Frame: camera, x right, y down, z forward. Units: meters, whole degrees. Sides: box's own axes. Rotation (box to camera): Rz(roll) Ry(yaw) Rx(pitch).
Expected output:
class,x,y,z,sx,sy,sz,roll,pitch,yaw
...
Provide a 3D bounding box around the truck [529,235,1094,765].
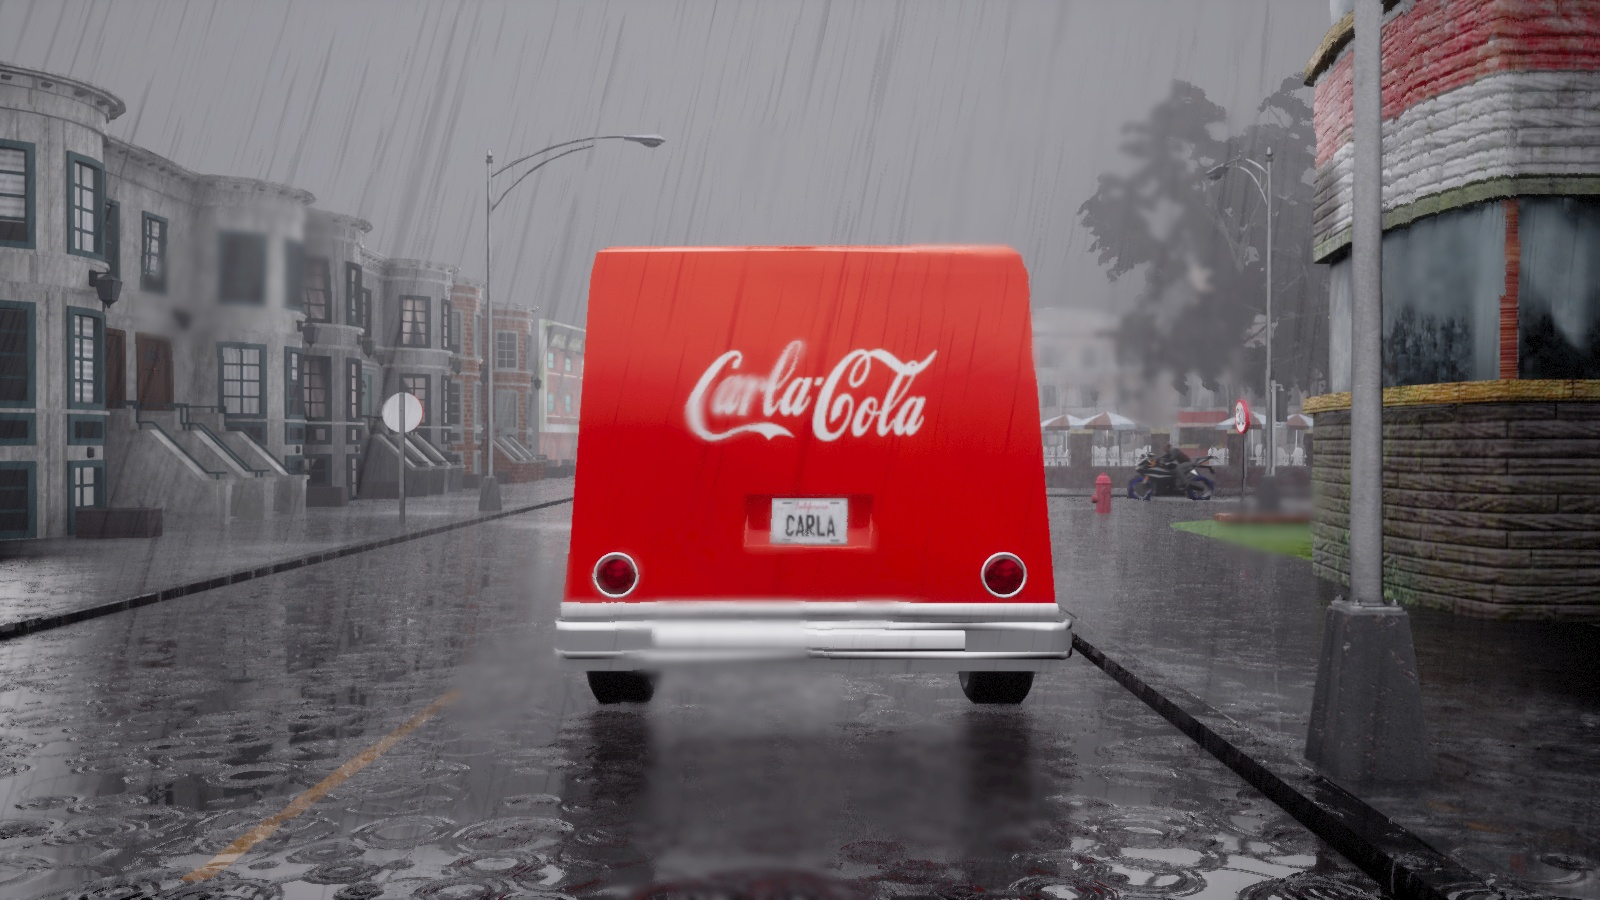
class,x,y,z,sx,sy,sz,roll,pitch,yaw
truck,0.065,0.213,8.450,2.627,2.467,5.204,0,0,0

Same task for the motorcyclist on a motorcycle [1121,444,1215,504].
class,x,y,z,sx,sy,sz,roll,pitch,yaw
motorcyclist on a motorcycle,9.520,0.605,32.529,2.191,1.530,0.866,0,0,0
